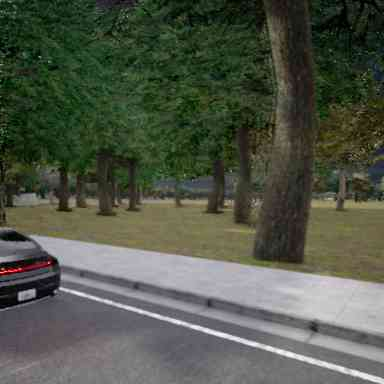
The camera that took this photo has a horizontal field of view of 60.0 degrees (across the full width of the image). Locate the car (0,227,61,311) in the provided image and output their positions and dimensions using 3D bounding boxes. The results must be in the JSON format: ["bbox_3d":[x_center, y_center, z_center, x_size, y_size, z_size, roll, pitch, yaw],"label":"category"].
[{"bbox_3d":[-4.782,1.500,7.089,4.892,1.490,1.837,0,0,35],"label":"car"}]
